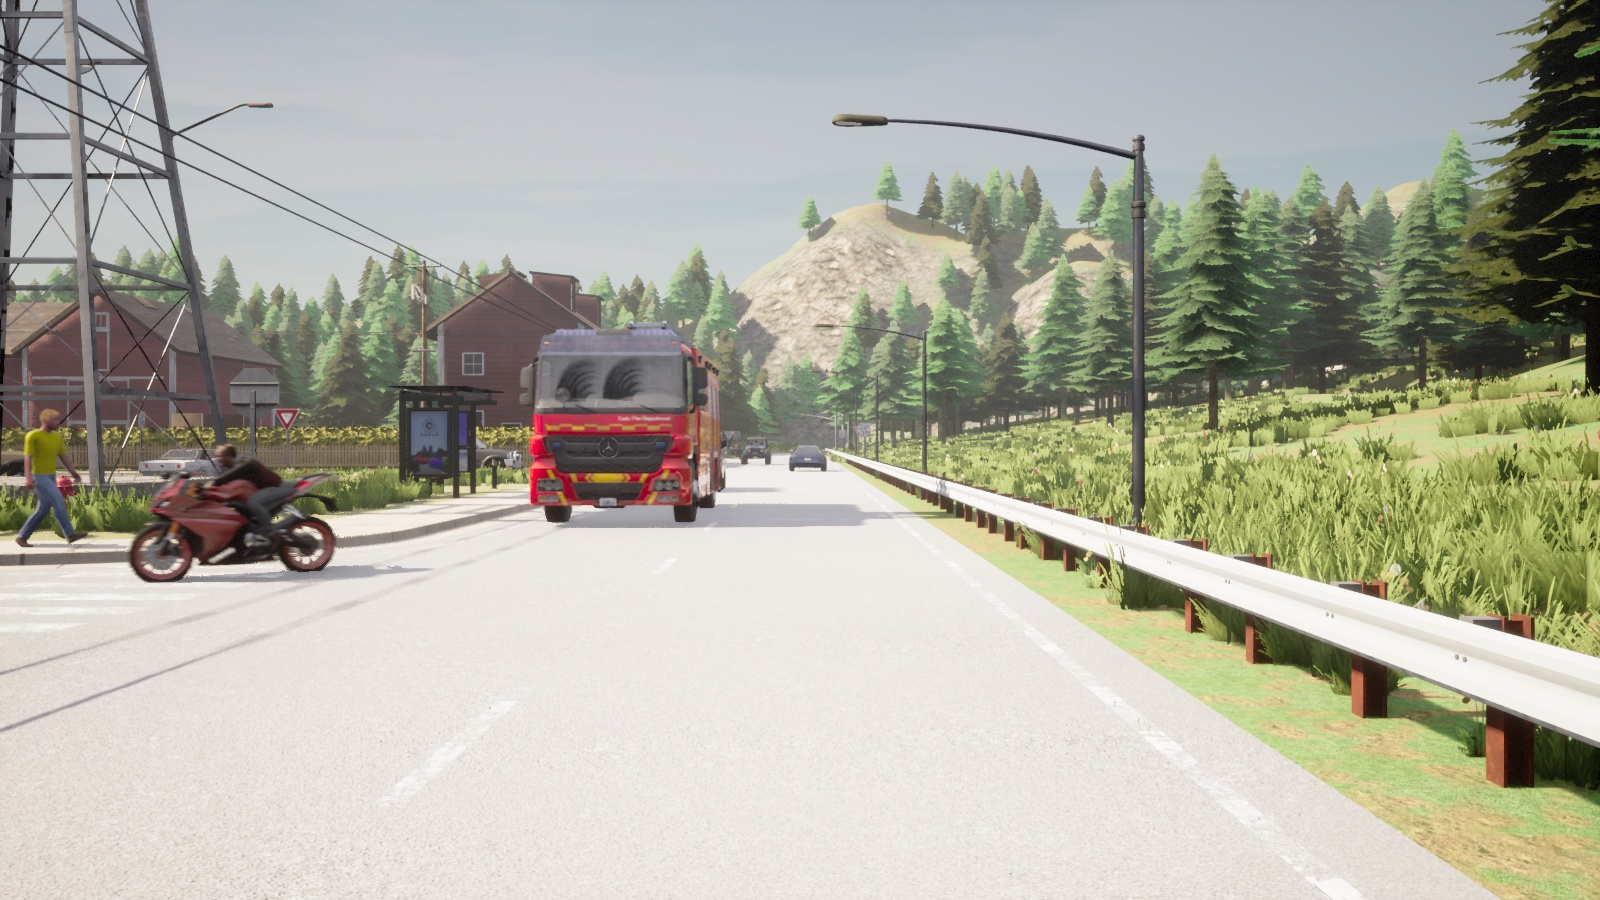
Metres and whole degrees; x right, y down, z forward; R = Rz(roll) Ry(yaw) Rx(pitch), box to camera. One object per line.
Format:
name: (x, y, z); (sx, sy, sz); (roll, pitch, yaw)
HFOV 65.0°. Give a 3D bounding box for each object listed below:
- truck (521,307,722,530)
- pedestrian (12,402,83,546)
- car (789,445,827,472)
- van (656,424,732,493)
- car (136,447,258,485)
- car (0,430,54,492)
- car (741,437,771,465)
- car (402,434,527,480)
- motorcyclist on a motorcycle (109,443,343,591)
truck: (-3.331, -0.567, 25.843); (2.891, 3.827, 8.468); (0, 0, 0)
pedestrian: (-9.700, 0.303, 16.198); (0.706, 1.836, 0.354); (0, 0, 6)
car: (0.421, 0.431, 67.310); (1.994, 1.385, 4.181); (0, 0, 0)
van: (-3.263, 0.245, 39.346); (2.069, 2.038, 4.480); (0, 0, -1)
car: (-22.234, 0.566, 46.516); (1.895, 1.301, 4.718); (0, 0, 6)
car: (-25.226, 0.331, 37.741); (4.605, 1.855, 1.932); (-1, 1, -38)
car: (-2.977, 0.057, 85.514); (1.905, 1.878, 3.866); (0, 0, 0)
car: (-13.768, 0.260, 51.718); (4.605, 1.855, 1.932); (0, 0, 0)
motorcyclist on a motorcycle: (-6.359, 0.697, 13.994); (2.191, 1.530, 0.866); (0, -1, -42)
